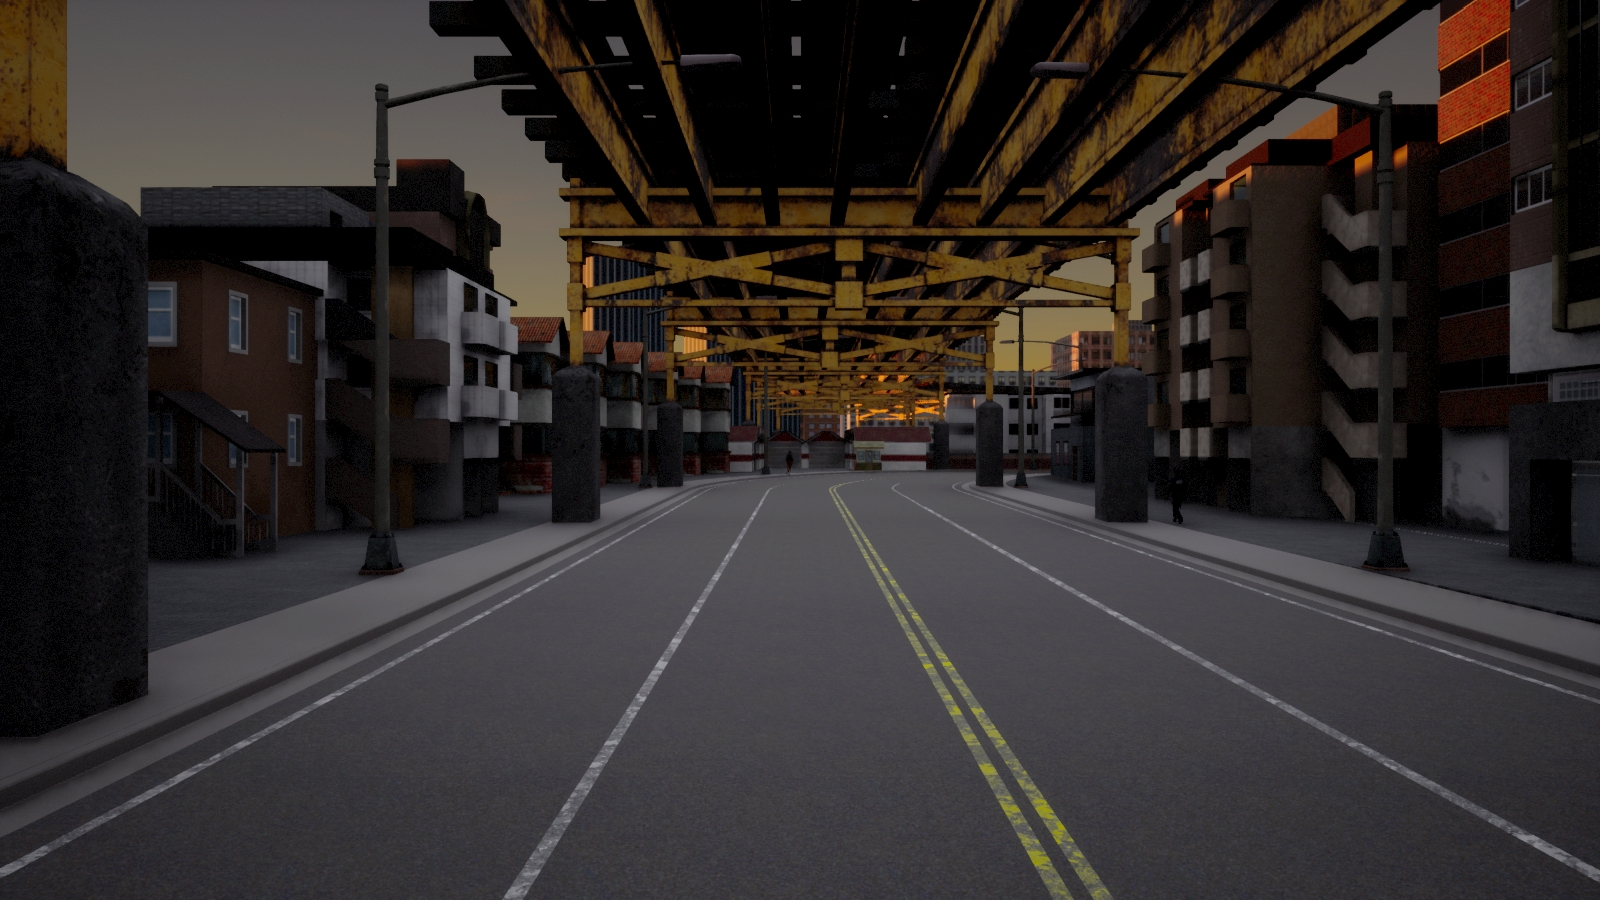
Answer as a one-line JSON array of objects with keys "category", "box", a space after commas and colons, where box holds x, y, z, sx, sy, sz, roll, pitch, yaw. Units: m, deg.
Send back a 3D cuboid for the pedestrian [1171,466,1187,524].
[{"category": "pedestrian", "box": [12.231, 1.462, 36.910, 0.375, 1.860, 0.375, 0, 0, -6]}]
